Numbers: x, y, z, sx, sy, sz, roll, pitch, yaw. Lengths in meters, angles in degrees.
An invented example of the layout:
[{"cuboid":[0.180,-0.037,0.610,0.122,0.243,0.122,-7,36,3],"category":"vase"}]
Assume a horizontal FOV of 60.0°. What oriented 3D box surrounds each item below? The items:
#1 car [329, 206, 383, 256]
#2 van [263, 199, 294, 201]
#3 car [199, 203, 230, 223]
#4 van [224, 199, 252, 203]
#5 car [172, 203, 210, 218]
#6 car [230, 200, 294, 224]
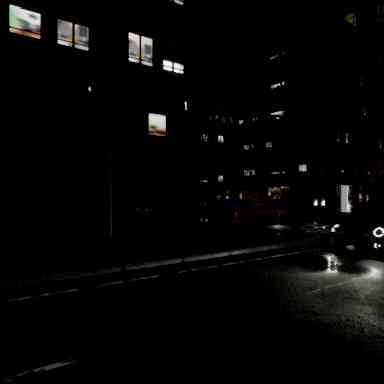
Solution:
[{"cuboid":[7.357,1.350,12.919,4.553,1.767,2.097,0,0,-35],"category":"car"},{"cuboid":[8.550,1.603,33.570,1.690,1.788,3.998,-1,0,-36],"category":"van"},{"cuboid":[1.807,1.875,28.657,1.802,1.307,4.206,-1,0,-36],"category":"car"},{"cuboid":[5.237,1.676,38.088,1.690,1.788,3.998,-1,0,-36],"category":"van"},{"cuboid":[-0.180,1.937,35.701,1.994,1.385,4.181,0,-1,-37],"category":"car"},{"cuboid":[5.767,1.719,27.590,1.882,1.535,5.008,0,-1,-36],"category":"car"}]
